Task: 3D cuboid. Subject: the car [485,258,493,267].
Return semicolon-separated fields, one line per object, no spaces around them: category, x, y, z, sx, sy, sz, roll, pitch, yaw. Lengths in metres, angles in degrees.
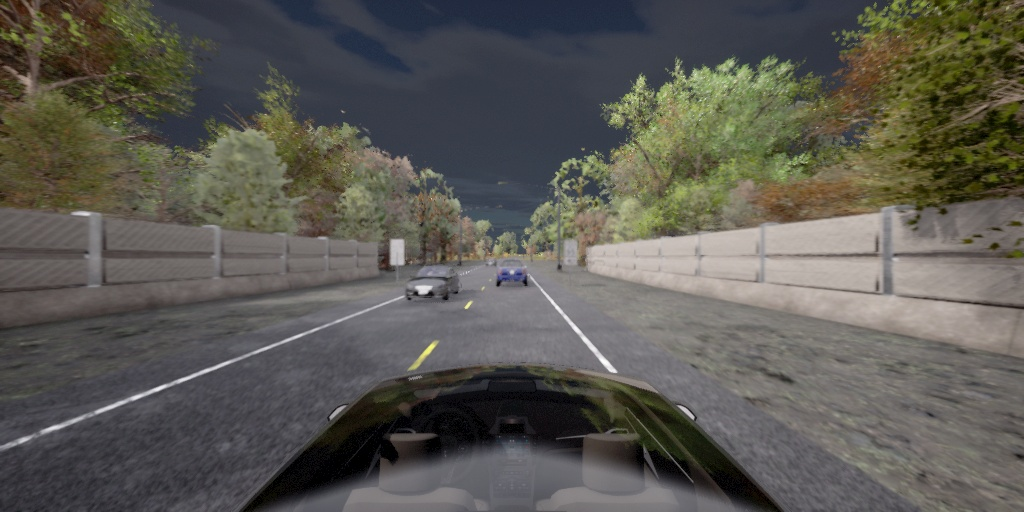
car;-3.520;1.108;61.321;2.128;1.511;4.902;0;0;0

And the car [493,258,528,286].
car;0.002;1.059;25.085;2.097;1.767;4.553;0;0;0

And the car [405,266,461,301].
car;-3.596;1.213;17.018;2.128;1.511;4.902;0;0;0
